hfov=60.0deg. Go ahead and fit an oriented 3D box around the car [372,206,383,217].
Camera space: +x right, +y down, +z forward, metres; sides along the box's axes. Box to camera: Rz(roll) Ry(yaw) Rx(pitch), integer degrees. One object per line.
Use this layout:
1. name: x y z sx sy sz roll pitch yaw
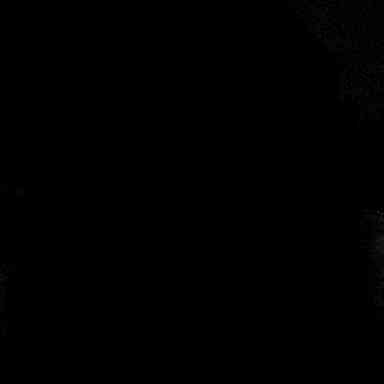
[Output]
1. car: 19.313 1.661 30.605 1.895 1.301 4.718 -1 0 -35
